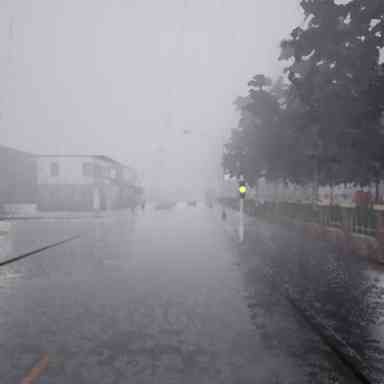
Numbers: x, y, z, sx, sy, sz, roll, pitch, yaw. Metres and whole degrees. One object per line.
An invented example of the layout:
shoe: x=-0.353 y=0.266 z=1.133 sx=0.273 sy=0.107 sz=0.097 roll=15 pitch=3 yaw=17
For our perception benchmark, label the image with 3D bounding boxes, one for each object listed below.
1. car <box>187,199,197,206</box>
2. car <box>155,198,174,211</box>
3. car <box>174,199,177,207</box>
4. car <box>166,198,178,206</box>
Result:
car: x=-0.029 y=2.068 z=68.093 sx=1.882 sy=1.535 sz=5.008 roll=0 pitch=0 yaw=0
car: x=-4.091 y=1.766 z=48.017 sx=2.097 sy=1.767 sz=4.553 roll=0 pitch=0 yaw=0
car: x=-4.032 y=1.849 z=57.771 sx=2.097 sy=1.767 sz=4.553 roll=0 pitch=0 yaw=0
car: x=-4.014 y=2.064 z=67.822 sx=2.128 sy=1.511 sz=4.902 roll=1 pitch=-1 yaw=0
